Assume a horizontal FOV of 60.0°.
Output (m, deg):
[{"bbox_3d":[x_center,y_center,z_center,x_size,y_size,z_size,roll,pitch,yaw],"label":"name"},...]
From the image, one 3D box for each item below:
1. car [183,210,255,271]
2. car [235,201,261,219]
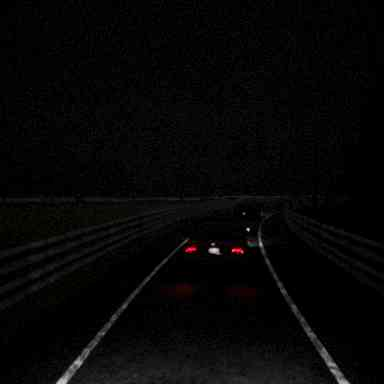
[{"bbox_3d":[0.932,1.556,11.052,2.033,1.411,5.357,0,0,8],"label":"car"},{"bbox_3d":[4.939,1.521,29.082,2.128,1.511,4.902,0,0,17],"label":"car"}]
